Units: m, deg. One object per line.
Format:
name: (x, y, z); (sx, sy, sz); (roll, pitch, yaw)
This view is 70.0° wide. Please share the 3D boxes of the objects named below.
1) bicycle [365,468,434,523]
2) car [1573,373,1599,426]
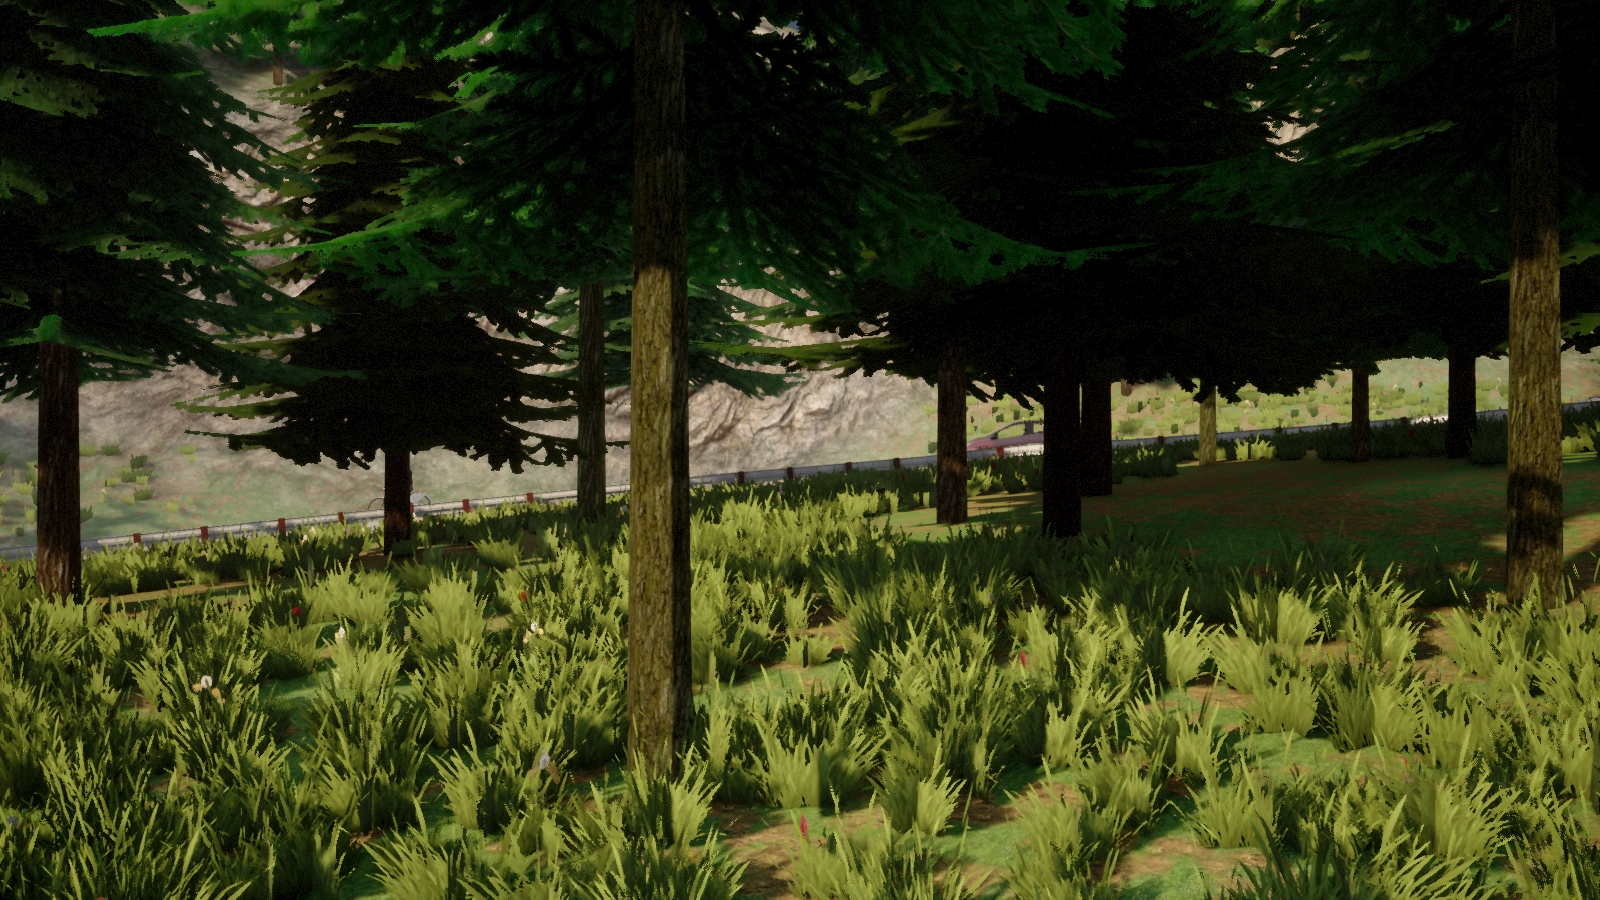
bicycle: (-12.075, 1.355, 34.490); (1.835, 1.471, 0.329); (-5, 2, -29)
car: (25.638, -1.672, 33.331); (4.792, 1.488, 2.163); (-5, -2, 27)
